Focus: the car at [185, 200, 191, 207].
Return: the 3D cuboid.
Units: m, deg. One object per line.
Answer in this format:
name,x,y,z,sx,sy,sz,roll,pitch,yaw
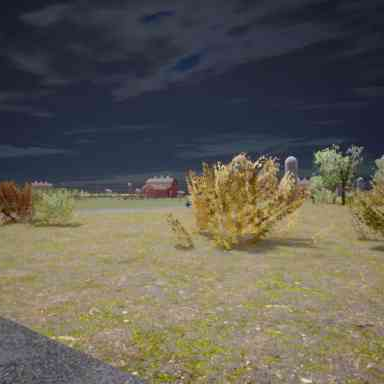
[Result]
car,0.701,2.066,62.467,1.837,1.490,4.892,-1,-1,36
